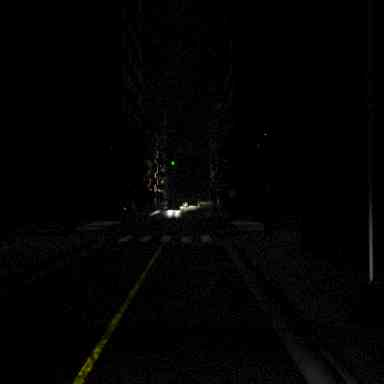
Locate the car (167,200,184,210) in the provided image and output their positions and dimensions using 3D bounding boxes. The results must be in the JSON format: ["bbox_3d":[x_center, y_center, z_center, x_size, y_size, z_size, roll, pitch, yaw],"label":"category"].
[{"bbox_3d":[-2.762,2.026,51.409,2.128,1.511,4.902,0,-1,0],"label":"car"}]

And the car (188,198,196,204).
[{"bbox_3d":[0.087,2.212,81.246,1.837,1.490,4.892,0,-1,0],"label":"car"}]

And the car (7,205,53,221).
[{"bbox_3d":[-14.770,1.881,29.830,4.403,1.369,2.008,0,-1,0],"label":"car"}]

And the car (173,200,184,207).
[{"bbox_3d":[-2.686,2.249,66.650,1.994,1.385,4.181,0,-1,0],"label":"car"}]

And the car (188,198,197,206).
[{"bbox_3d":[0.076,2.225,70.825,1.837,1.490,4.892,0,-1,0],"label":"car"}]
